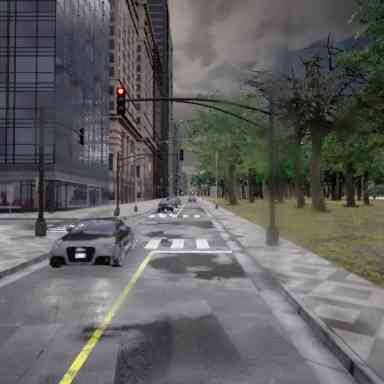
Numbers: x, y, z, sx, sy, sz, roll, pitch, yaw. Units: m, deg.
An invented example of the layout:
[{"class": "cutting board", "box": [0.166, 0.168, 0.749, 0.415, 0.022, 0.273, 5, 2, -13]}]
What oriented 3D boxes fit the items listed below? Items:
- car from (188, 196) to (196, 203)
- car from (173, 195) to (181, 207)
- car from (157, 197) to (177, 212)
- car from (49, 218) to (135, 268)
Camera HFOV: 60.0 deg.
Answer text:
[{"class": "car", "box": [0.091, 1.774, 79.422, 2.128, 1.511, 4.902, 0, 0, 0]}, {"class": "car", "box": [-3.040, 1.624, 49.544, 1.837, 1.490, 4.892, 0, 0, 0]}, {"class": "car", "box": [-3.082, 1.627, 39.411, 2.033, 1.411, 5.357, 0, 0, -4]}, {"class": "car", "box": [-3.122, 1.575, 11.173, 1.994, 1.385, 4.181, 0, 0, -2]}]
